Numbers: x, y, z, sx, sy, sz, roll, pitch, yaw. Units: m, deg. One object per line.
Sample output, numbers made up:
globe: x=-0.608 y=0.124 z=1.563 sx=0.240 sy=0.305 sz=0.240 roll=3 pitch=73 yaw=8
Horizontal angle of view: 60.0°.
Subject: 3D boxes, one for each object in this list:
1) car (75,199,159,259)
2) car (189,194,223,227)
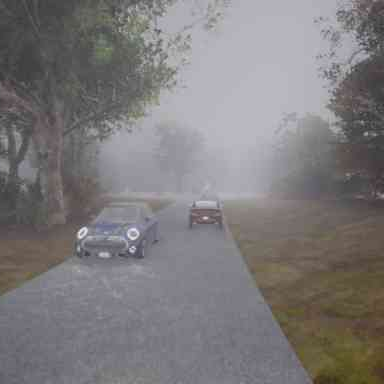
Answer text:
car: x=-2.480 y=1.211 z=12.015 sx=2.097 sy=1.767 sz=4.553 roll=1 pitch=1 yaw=3
car: x=0.854 y=1.157 z=20.036 sx=1.882 sy=1.535 sz=5.008 roll=0 pitch=2 yaw=3
